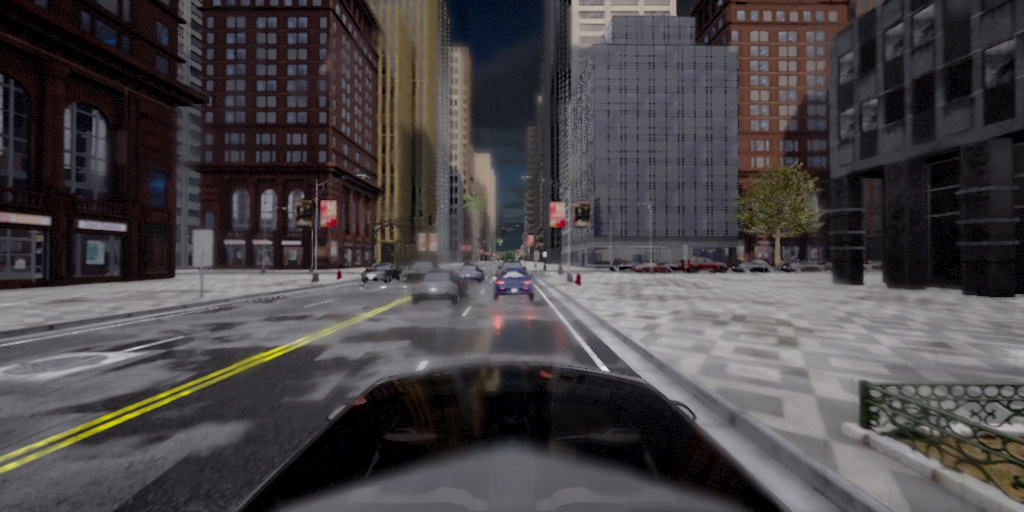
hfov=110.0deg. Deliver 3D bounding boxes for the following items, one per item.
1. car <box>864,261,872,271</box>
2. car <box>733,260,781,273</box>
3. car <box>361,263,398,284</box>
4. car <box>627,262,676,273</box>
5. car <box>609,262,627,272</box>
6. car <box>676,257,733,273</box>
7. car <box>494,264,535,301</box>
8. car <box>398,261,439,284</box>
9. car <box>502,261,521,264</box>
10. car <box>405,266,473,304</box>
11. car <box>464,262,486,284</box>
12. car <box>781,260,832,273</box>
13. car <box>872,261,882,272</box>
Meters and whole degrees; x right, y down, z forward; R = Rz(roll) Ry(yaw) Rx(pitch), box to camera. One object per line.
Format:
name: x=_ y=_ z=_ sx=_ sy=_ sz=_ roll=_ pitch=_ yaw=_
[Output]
car: x=39.043 y=1.229 z=42.473 sx=4.892 sy=1.490 sz=1.837 roll=-1 pitch=-1 yaw=-1
car: x=26.582 y=1.286 z=39.613 sx=4.313 sy=1.339 sz=1.948 roll=0 pitch=0 yaw=-1
car: x=-9.812 y=1.286 z=27.429 sx=2.128 sy=1.511 sz=4.902 roll=0 pitch=0 yaw=0
car: x=15.306 y=1.338 z=39.435 sx=4.207 sy=1.307 sz=1.802 roll=0 pitch=0 yaw=-1
car: x=15.174 y=1.426 z=47.958 sx=4.313 sy=1.339 sz=1.948 roll=0 pitch=0 yaw=-1
car: x=20.945 y=1.052 z=39.524 sx=5.009 sy=1.841 sz=2.192 roll=0 pitch=0 yaw=-1
car: x=0.100 y=1.287 z=17.416 sx=1.812 sy=1.442 sz=4.674 roll=0 pitch=0 yaw=0
car: x=-6.564 y=1.142 z=26.858 sx=2.097 sy=1.767 sz=4.553 roll=0 pitch=0 yaw=0
car: x=-0.007 y=1.141 z=26.401 sx=2.097 sy=1.767 sz=4.553 roll=0 pitch=0 yaw=0
car: x=-3.154 y=1.322 z=16.398 sx=1.994 sy=1.385 sz=4.181 roll=0 pitch=0 yaw=0
car: x=-3.158 y=1.359 z=27.796 sx=1.994 sy=1.385 sz=4.181 roll=0 pitch=0 yaw=0
car: x=32.219 y=1.271 z=39.702 sx=4.313 sy=1.339 sz=1.948 roll=0 pitch=0 yaw=-1
car: x=43.495 y=1.225 z=39.880 sx=4.507 sy=1.381 sz=1.888 roll=0 pitch=0 yaw=-1
